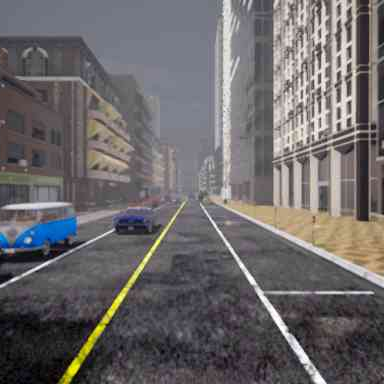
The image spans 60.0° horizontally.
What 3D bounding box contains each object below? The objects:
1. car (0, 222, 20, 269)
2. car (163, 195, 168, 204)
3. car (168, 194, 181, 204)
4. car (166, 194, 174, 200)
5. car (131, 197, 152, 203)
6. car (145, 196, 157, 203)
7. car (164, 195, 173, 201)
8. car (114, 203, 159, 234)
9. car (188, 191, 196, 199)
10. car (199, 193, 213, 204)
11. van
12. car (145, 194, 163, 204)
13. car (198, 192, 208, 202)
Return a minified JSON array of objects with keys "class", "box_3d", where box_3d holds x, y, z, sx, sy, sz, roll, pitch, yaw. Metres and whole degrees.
[{"class":"car","box_3d":[-5.692,1.543,6.832,1.947,1.339,4.313,0,0,0]},{"class":"car","box_3d":[-5.696,1.270,57.669,1.967,1.590,4.097,0,0,0]},{"class":"car","box_3d":[-3.055,1.317,59.503,2.128,1.511,4.902,0,0,1]},{"class":"car","box_3d":[-5.698,1.289,85.742,1.752,1.417,4.829,0,0,0]},{"class":"car","box_3d":[-5.694,1.471,35.075,1.802,1.307,4.206,0,0,0]},{"class":"car","box_3d":[-5.694,1.457,40.724,1.802,1.307,4.206,0,0,0]},{"class":"car","box_3d":[-5.698,1.341,80.263,1.947,1.339,4.313,0,0,0]},{"class":"car","box_3d":[-3.102,1.538,19.100,1.895,1.301,4.718,0,0,0]},{"class":"car","box_3d":[-0.008,1.133,86.369,1.812,1.442,4.674,0,0,0]},{"class":"car","box_3d":[2.685,1.355,57.840,1.752,1.417,4.829,0,0,0]},{"class":"van","box_3d":[-5.692,1.300,12.481,1.690,1.788,3.998,0,0,0]},{"class":"car","box_3d":[-5.695,1.175,46.372,2.192,1.841,5.009,0,0,0]},{"class":"car","box_3d":[2.388,1.031,68.506,2.150,2.045,5.566,0,0,0]}]
